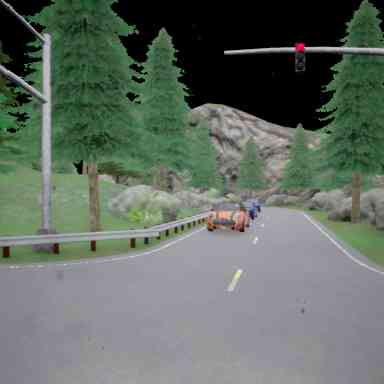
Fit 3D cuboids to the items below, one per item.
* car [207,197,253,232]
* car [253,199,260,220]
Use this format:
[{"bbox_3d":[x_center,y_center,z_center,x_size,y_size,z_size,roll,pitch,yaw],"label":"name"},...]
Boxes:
[{"bbox_3d":[2.310,1.383,20.322,2.097,1.767,4.553,0,0,15],"label":"car"},{"bbox_3d":[4.653,1.522,29.154,1.882,1.535,5.008,0,0,15],"label":"car"}]
